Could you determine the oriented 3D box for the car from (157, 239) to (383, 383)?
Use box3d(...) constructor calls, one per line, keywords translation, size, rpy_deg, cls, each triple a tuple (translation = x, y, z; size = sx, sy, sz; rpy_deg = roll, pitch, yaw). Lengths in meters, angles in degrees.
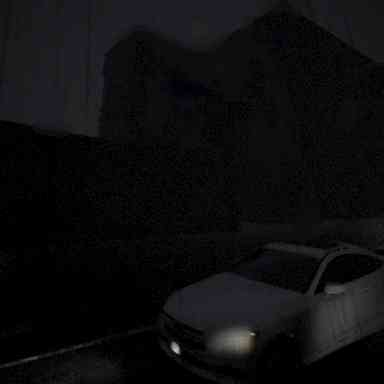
box3d(translation=(1.709, 1.530, 5.208), size=(4.674, 1.442, 1.812), rpy_deg=(0, 0, -35), cls="car")
